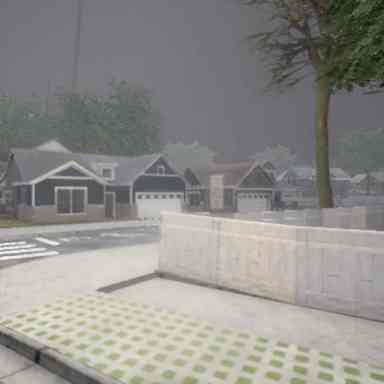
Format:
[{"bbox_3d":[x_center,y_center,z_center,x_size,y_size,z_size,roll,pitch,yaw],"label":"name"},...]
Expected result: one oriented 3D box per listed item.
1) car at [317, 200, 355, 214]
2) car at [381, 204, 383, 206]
[{"bbox_3d":[14.729,1.578,33.933,4.553,1.767,2.097,0,0,-37],"label":"car"},{"bbox_3d":[22.202,1.723,35.894,4.902,1.511,2.128,0,0,-35],"label":"car"}]
